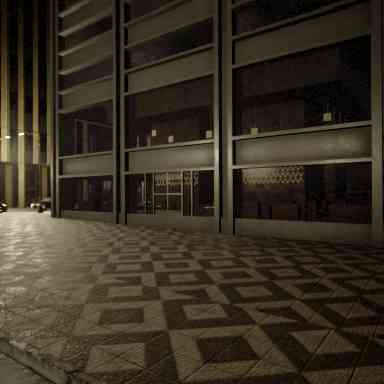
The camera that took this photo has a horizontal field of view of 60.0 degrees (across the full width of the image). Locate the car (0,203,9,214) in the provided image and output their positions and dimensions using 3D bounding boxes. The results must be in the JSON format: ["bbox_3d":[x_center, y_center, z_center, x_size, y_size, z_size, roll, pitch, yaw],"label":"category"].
[{"bbox_3d":[-18.686,1.217,29.125,2.097,1.767,4.553,0,0,36],"label":"car"}]

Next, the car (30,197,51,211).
[{"bbox_3d":[-16.038,1.339,38.249,2.128,1.511,4.902,0,0,36],"label":"car"}]
